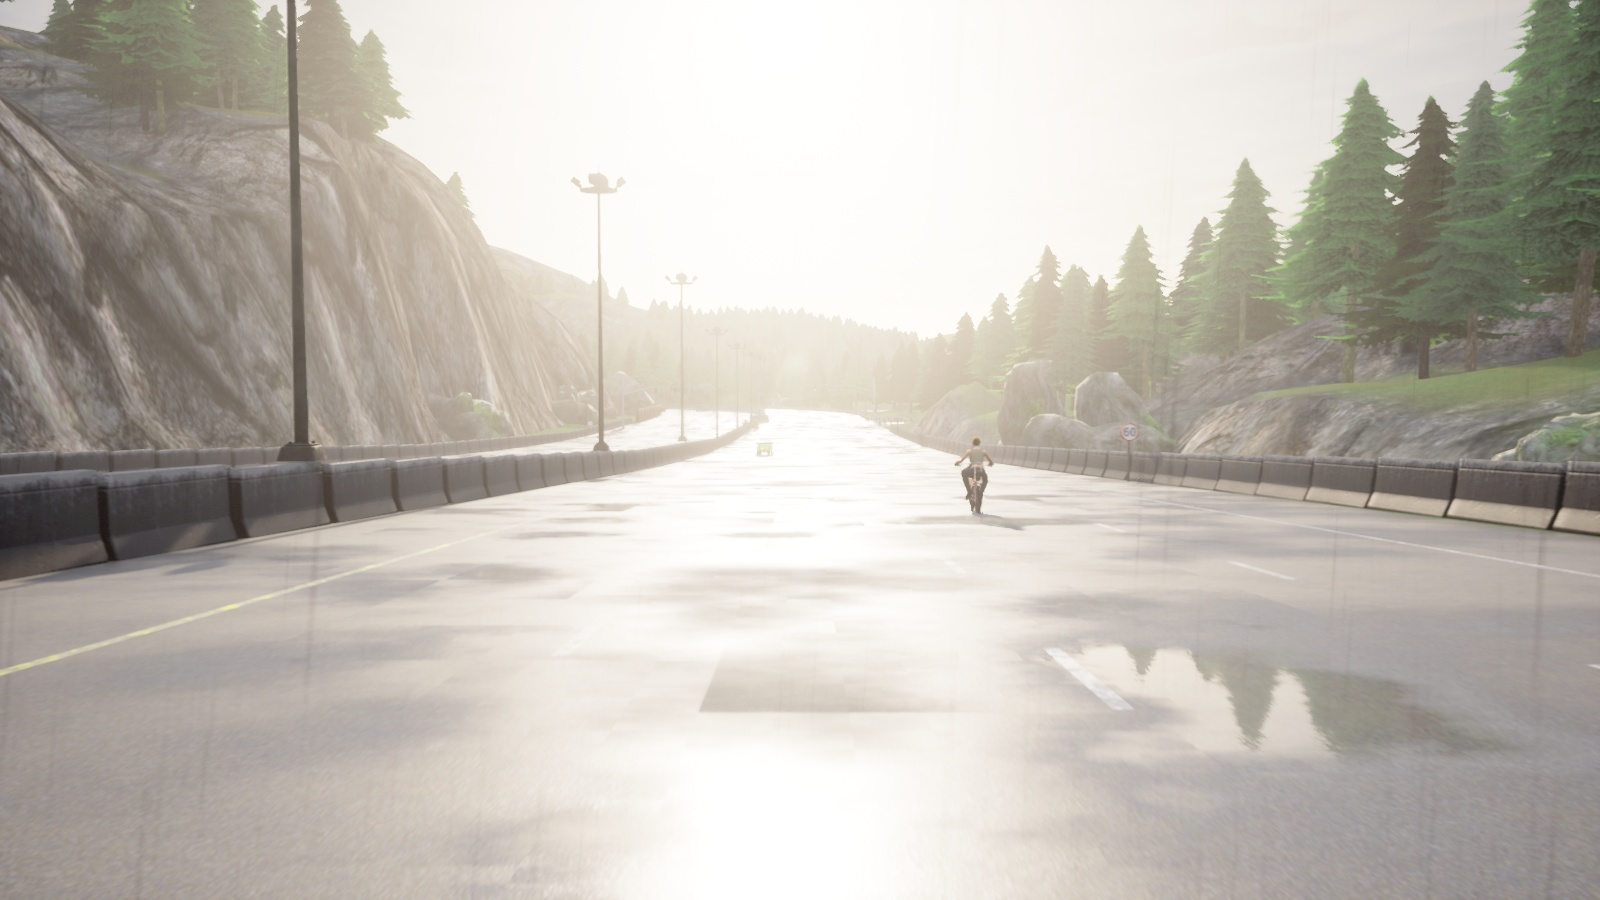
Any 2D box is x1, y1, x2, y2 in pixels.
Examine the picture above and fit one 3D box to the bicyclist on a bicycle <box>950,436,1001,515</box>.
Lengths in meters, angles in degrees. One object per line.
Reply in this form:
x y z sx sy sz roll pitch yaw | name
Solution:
3.685 0.524 26.464 0.866 1.612 1.509 0 0 0 | bicyclist on a bicycle
